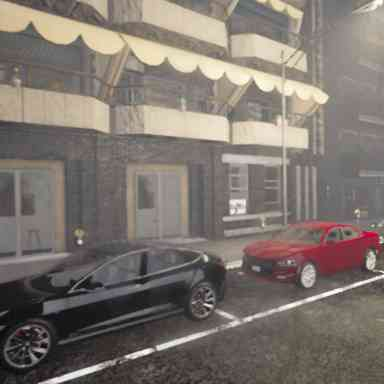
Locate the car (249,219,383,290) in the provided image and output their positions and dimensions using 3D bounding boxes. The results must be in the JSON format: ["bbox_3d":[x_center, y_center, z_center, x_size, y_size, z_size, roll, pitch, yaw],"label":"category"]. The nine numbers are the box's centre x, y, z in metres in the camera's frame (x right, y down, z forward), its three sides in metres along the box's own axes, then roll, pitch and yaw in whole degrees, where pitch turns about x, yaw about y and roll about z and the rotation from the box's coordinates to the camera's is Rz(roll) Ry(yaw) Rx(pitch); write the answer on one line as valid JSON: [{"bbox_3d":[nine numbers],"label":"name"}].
[{"bbox_3d":[3.298,1.493,8.921,4.507,1.381,1.887,0,0,-35],"label":"car"}]

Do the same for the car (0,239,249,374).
[{"bbox_3d":[-1.324,1.552,5.625,4.313,1.339,1.947,0,0,-35],"label":"car"}]
